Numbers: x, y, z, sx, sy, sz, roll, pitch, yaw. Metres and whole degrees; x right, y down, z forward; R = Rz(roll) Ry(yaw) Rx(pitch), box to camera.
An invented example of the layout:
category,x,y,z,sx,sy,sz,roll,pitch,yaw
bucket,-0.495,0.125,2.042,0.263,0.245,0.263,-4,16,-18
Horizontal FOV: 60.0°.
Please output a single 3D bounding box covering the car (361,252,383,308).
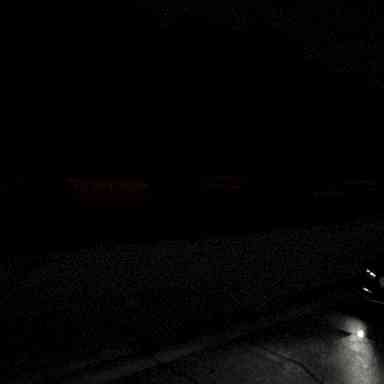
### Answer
category,x,y,z,sx,sy,sz,roll,pitch,yaw
car,5.403,1.462,6.853,4.902,1.511,2.128,0,0,-35
